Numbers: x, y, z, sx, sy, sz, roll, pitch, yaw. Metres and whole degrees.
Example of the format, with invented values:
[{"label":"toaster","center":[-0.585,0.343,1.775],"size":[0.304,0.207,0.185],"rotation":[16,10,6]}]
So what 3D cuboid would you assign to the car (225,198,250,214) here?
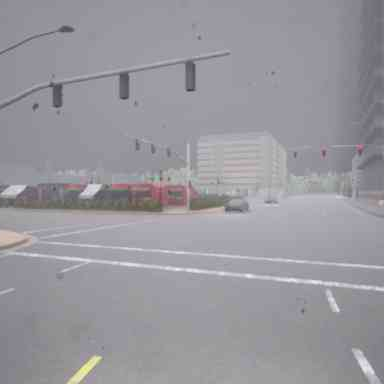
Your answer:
[{"label":"car","center":[4.971,1.478,36.202],"size":[1.882,1.535,5.008],"rotation":[0,0,22]}]

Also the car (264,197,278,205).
[{"label":"car","center":[14.181,1.516,59.296],"size":[1.994,1.385,4.181],"rotation":[0,0,22]}]
